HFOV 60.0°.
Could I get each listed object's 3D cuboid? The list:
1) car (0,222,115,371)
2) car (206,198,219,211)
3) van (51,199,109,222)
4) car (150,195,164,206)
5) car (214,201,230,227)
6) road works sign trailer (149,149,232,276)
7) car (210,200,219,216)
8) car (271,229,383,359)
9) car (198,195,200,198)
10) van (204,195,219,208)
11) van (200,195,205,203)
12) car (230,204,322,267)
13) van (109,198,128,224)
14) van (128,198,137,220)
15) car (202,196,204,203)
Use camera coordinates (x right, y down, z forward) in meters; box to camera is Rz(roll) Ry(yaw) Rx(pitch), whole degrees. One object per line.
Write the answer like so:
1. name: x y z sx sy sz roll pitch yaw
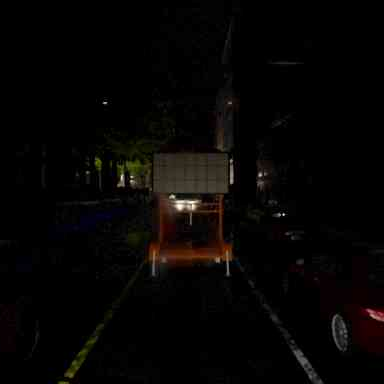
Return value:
1. car: -3.019 1.558 6.007 2.033 1.411 5.357 0 0 0
2. car: 2.732 1.623 34.048 1.802 1.307 4.206 0 0 0
3. van: -5.731 1.367 17.013 1.690 1.788 3.998 0 0 0
4. car: -5.876 1.362 56.618 2.192 1.841 5.009 0 0 0
5. car: 2.774 1.577 22.727 1.887 1.381 4.507 0 0 0
6. road works sign trailer: -0.036 0.482 10.351 2.380 3.560 2.880 0 0 0
7. car: 2.753 1.619 28.388 1.802 1.307 4.206 0 0 0
8. car: 2.836 1.592 5.746 1.802 1.307 4.206 0 0 0
9. car: 2.628 1.612 62.350 1.947 1.339 4.313 0 0 0
10. van: 2.711 1.385 39.709 1.690 1.788 3.998 0 0 0
11. van: 2.648 1.388 56.690 1.690 1.788 3.998 0 0 0
12. car: 2.814 1.334 11.407 2.192 1.841 5.009 0 0 0
13. van: -5.752 1.373 22.671 1.690 1.788 3.998 0 0 0
14. van: -5.773 1.378 28.329 1.690 1.788 3.998 0 0 0
15. car: 2.690 1.591 45.369 1.887 1.381 4.507 0 0 0
